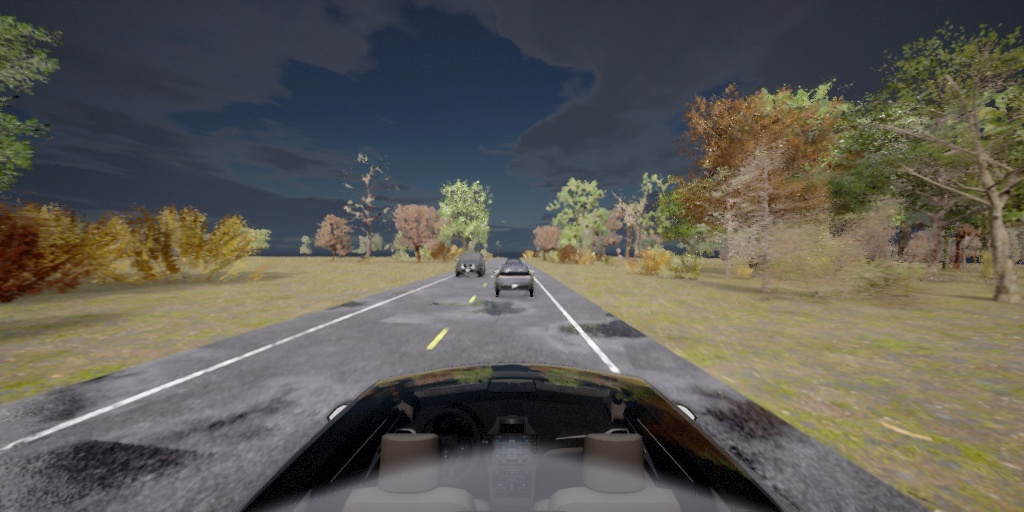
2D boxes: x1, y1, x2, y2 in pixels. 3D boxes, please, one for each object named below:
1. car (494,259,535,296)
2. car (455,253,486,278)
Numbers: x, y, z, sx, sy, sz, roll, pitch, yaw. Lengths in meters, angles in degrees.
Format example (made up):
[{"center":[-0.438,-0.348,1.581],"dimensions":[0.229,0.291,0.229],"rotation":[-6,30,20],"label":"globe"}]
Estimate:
[{"center":[0.125,1.101,18.130],"dimensions":[2.128,1.511,4.902],"rotation":[0,1,0],"label":"car"},{"center":[-3.445,0.730,30.701],"dimensions":[2.150,2.045,5.566],"rotation":[0,1,0],"label":"car"}]
